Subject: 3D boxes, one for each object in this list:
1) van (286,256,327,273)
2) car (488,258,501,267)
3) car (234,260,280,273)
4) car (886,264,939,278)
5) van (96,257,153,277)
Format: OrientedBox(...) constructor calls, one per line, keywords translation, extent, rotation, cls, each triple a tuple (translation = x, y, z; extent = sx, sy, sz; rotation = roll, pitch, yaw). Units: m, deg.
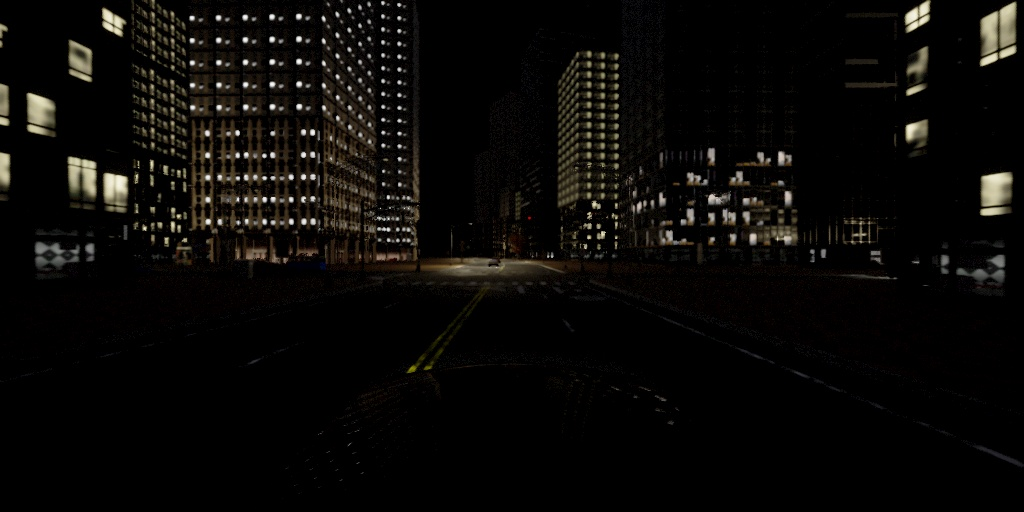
OrientedBox(translation=(-22.671, 0.938, 39.595), extent=(3.998, 1.789, 1.690), rotation=(0, 0, 1), cls="van")
OrientedBox(translation=(-3.275, 1.233, 63.695), extent=(2.033, 1.411, 5.357), rotation=(0, 0, 0), cls="car")
OrientedBox(translation=(-28.210, 1.117, 39.640), extent=(4.507, 1.381, 1.888), rotation=(0, 0, 1), cls="car")
OrientedBox(translation=(40.034, 1.480, 35.679), extent=(4.181, 1.385, 1.994), rotation=(0, 0, 2), cls="car")
OrientedBox(translation=(-33.949, 0.956, 31.373), extent=(3.998, 1.789, 1.690), rotation=(0, 0, 1), cls="van")
